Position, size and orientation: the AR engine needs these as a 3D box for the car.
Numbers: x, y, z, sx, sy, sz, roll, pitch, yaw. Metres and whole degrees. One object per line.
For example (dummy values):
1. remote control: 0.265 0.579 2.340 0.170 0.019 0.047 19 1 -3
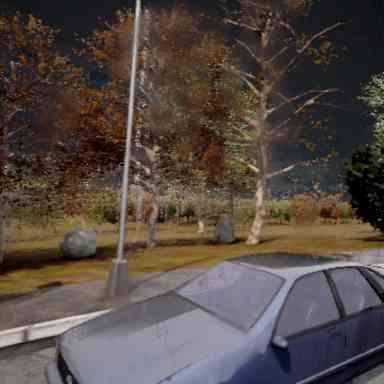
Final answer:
1. car: 1.118 1.551 4.266 5.357 1.411 2.033 0 0 -33
